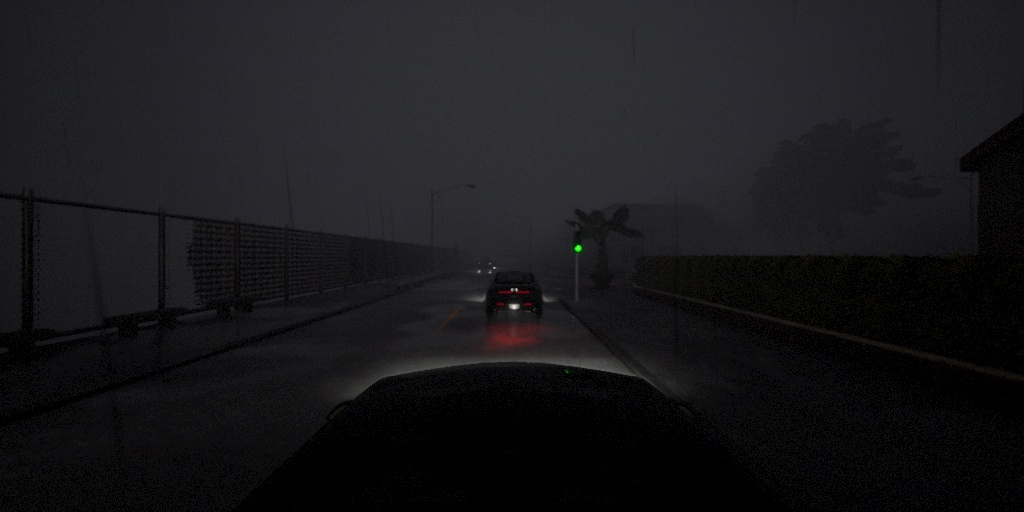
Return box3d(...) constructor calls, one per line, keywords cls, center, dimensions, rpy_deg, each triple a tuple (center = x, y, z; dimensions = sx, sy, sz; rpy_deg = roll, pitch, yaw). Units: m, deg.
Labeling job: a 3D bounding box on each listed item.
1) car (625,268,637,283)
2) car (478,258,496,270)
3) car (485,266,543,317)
box3d(cls="car", center=(10.624, 1.313, 25.890), dimensions=(4.674, 1.442, 1.812), rpy_deg=(0, 0, 2))
box3d(cls="car", center=(-4.080, 1.187, 55.538), dimensions=(2.097, 1.767, 4.553), rpy_deg=(0, 0, 0))
box3d(cls="car", center=(0.081, 1.273, 13.181), dimensions=(1.837, 1.490, 4.892), rpy_deg=(0, 0, 0))
